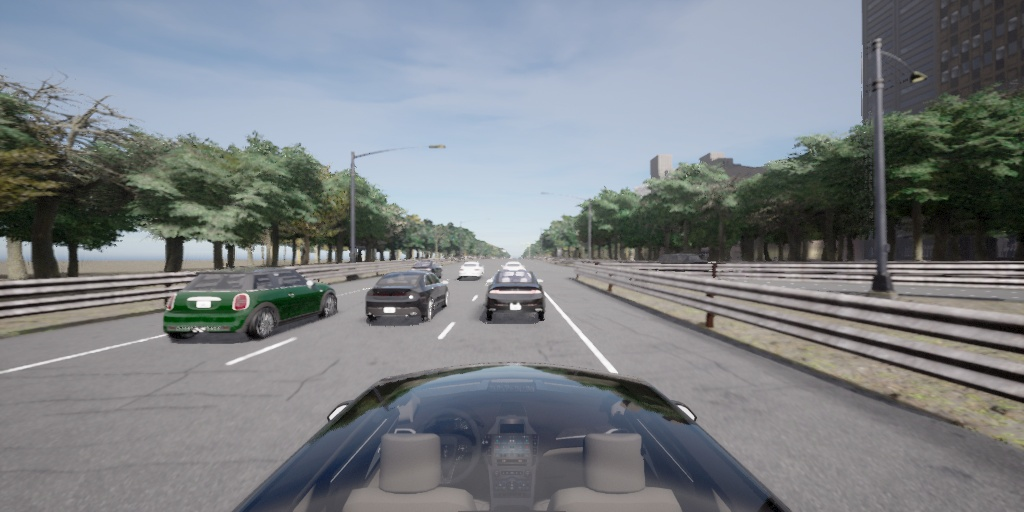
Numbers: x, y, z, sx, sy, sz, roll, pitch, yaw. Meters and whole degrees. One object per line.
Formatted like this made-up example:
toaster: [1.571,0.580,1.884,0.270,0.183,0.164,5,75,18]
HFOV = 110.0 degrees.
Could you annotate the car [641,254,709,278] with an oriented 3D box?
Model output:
car: [13.171,0.879,29.399,2.150,2.045,5.566,0,-1,-25]

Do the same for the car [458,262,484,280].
car: [-3.392,1.218,30.505,1.812,1.442,4.674,0,0,0]

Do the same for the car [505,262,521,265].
car: [0.120,1.218,30.531,1.812,1.442,4.674,0,0,0]

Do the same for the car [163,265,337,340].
car: [-6.895,1.101,10.144,2.097,1.767,4.553,0,0,0]

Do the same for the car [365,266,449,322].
car: [-3.395,1.253,12.366,1.837,1.490,4.892,0,0,0]

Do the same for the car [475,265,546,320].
car: [0.103,1.239,12.566,2.128,1.511,4.902,0,0,0]

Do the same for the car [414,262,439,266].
car: [-6.892,1.190,29.300,2.128,1.511,4.902,0,0,0]
